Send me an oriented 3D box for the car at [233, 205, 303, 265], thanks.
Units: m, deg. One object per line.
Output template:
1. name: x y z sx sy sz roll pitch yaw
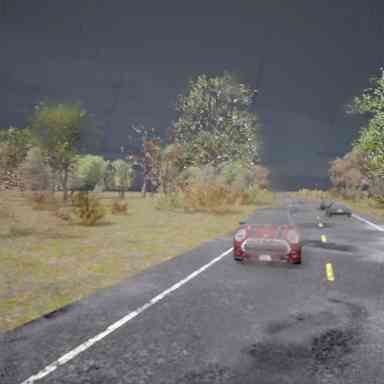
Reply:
1. car: 2.845 1.390 12.019 2.097 1.767 4.553 0 -1 17

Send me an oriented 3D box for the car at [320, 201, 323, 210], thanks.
1. car: 17.912 1.692 43.458 1.994 1.385 4.181 0 0 19

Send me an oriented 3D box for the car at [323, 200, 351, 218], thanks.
1. car: 14.025 1.664 31.971 1.994 1.385 4.181 0 0 18
